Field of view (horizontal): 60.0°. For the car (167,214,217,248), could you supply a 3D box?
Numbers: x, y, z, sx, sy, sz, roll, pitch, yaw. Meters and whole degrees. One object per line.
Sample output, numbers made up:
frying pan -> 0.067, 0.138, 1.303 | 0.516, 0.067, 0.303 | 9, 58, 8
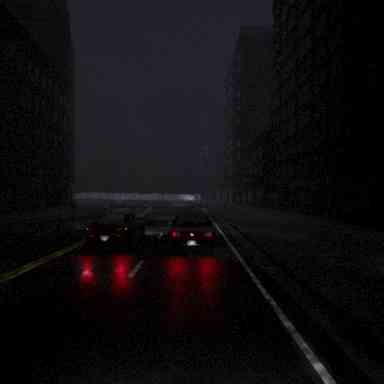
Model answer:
car -> 0.000, 1.614, 14.680 | 1.895, 1.301, 4.718 | 0, 0, 0

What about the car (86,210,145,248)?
car -> -3.250, 1.530, 14.650 | 1.812, 1.442, 4.674 | 0, 0, 0
